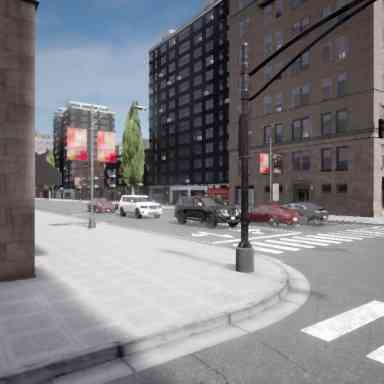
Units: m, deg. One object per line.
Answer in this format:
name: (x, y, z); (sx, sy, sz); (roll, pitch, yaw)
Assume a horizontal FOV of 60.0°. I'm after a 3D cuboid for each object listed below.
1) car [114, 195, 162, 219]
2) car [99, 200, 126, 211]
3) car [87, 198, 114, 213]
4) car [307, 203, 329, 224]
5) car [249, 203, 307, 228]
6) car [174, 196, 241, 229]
car: (-4.935, 1.325, 31.034); (2.150, 2.045, 5.566); (0, 0, -36)
car: (-10.824, 1.767, 45.070); (1.895, 1.301, 4.718); (0, 0, -36)
car: (-10.595, 1.492, 38.885); (2.097, 1.767, 4.553); (0, 0, -36)
car: (7.759, 1.560, 24.903); (2.128, 1.511, 4.902); (0, 0, -36)
car: (5.187, 1.587, 22.909); (1.812, 1.442, 4.674); (0, 0, -36)
car: (0.936, 1.286, 22.901); (2.150, 2.045, 5.566); (0, 0, -36)
